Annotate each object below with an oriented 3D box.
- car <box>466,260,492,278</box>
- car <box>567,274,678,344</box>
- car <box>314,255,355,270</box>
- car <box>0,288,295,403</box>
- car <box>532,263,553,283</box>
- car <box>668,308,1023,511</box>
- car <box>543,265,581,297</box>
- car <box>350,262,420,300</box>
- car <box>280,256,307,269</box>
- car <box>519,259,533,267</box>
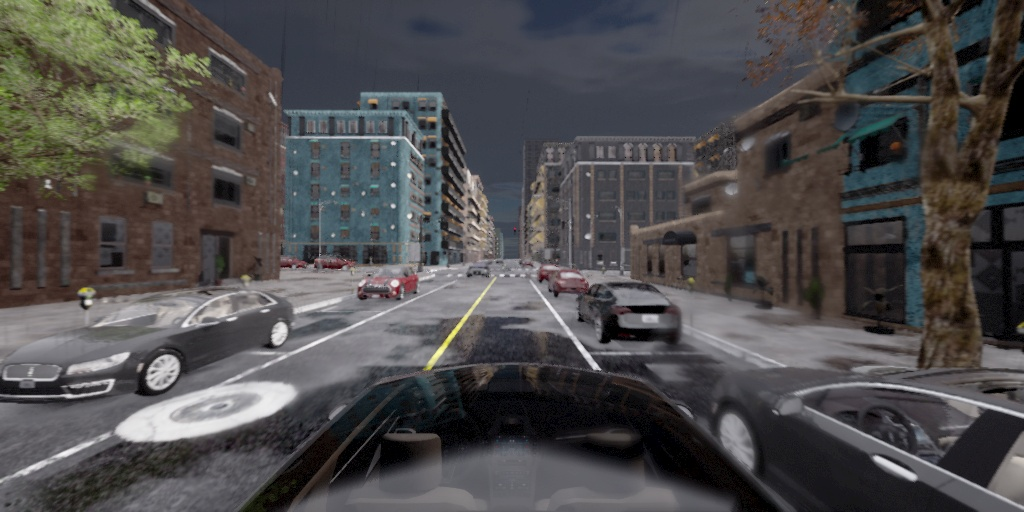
[{"bbox_3d":[-3.021,1.319,33.156,1.994,1.385,4.181,0,0,0],"label":"car"},{"bbox_3d":[2.819,1.316,9.402,1.948,1.339,4.313,0,0,0],"label":"car"},{"bbox_3d":[-20.020,0.916,40.715,4.507,1.381,1.888,0,0,-1],"label":"car"},{"bbox_3d":[-5.813,1.300,6.481,2.007,1.370,4.403,0,0,0],"label":"car"},{"bbox_3d":[2.814,1.298,27.405,1.888,1.381,4.507,0,0,0],"label":"car"},{"bbox_3d":[2.793,1.301,1.857,2.007,1.370,4.403,0,0,0],"label":"car"},{"bbox_3d":[2.817,1.333,18.403,1.802,1.307,4.207,0,0,0],"label":"car"},{"bbox_3d":[-5.823,1.190,17.300,1.967,1.591,4.097,0,0,0],"label":"car"},{"bbox_3d":[-25.701,0.809,40.737,4.507,1.381,1.888,0,0,-1],"label":"car"},{"bbox_3d":[2.785,1.210,64.875,1.967,1.591,4.097,0,0,0],"label":"car"}]
